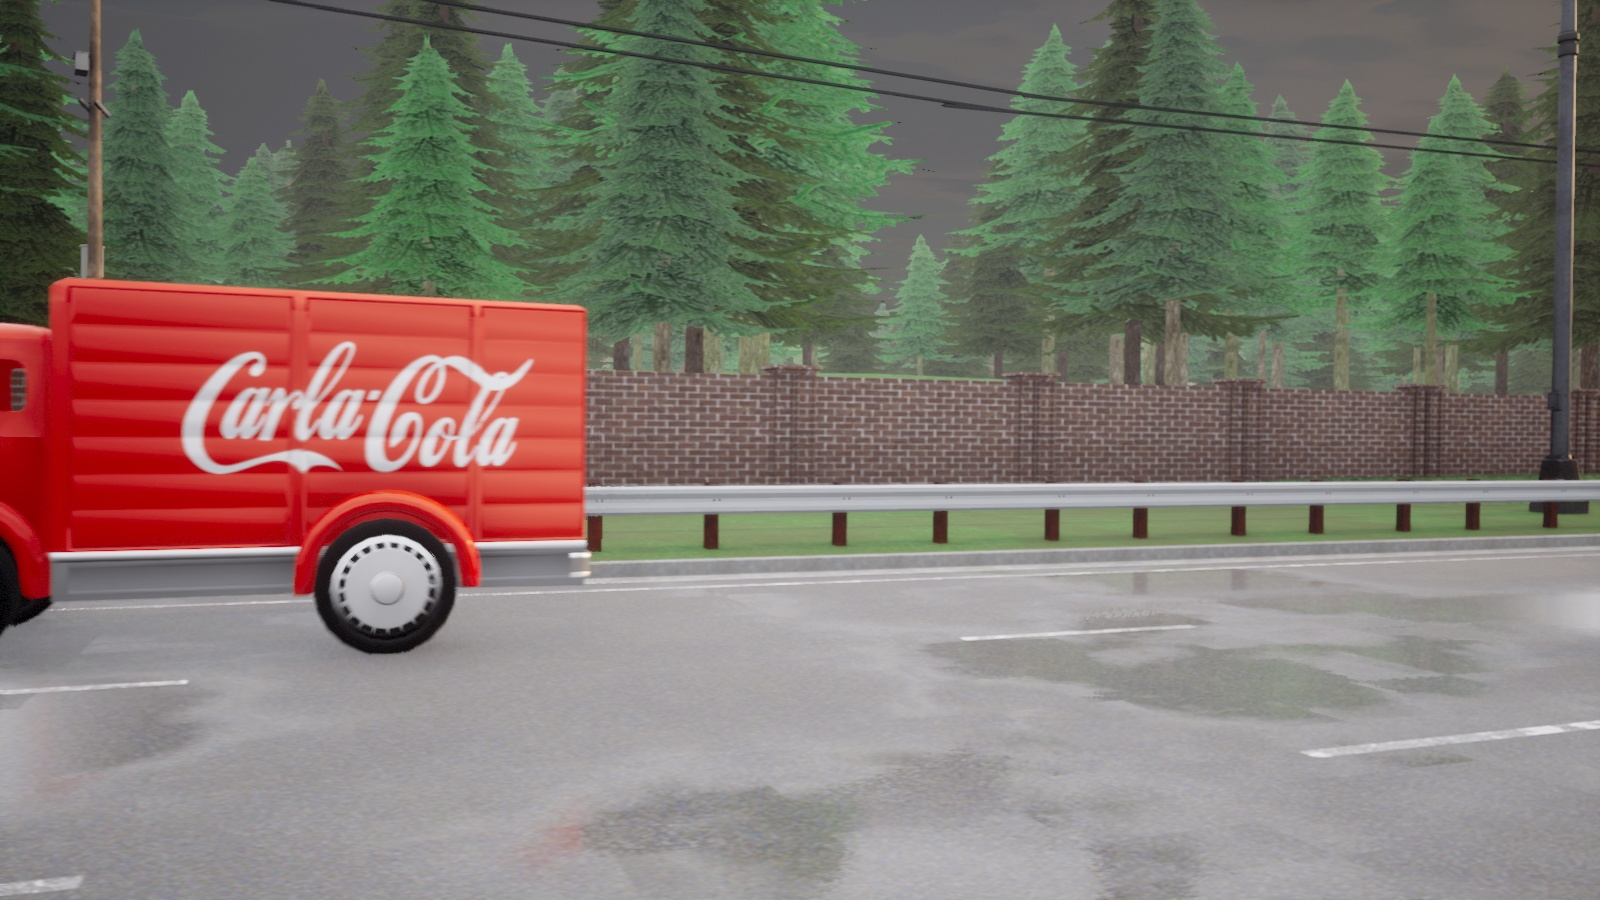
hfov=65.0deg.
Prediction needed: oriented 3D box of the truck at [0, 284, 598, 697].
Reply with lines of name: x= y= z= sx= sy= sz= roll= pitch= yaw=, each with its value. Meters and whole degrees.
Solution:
truck: x=-4.329 y=0.210 z=9.077 sx=5.204 sy=2.467 sz=2.627 roll=-1 pitch=1 yaw=-21
